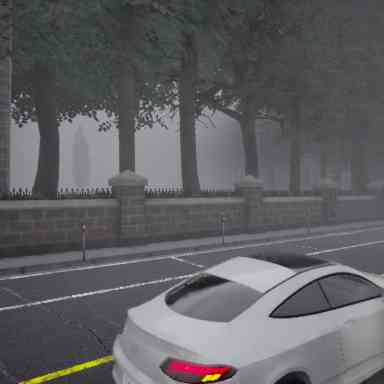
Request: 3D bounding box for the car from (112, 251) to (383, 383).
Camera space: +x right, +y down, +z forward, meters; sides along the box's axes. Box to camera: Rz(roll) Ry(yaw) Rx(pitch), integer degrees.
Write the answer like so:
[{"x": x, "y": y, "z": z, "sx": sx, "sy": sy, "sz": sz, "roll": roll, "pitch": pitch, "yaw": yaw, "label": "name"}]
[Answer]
[{"x": 1.332, "y": 1.525, "z": 4.265, "sx": 4.674, "sy": 1.442, "sz": 1.812, "roll": 0, "pitch": 0, "yaw": -35, "label": "car"}]
